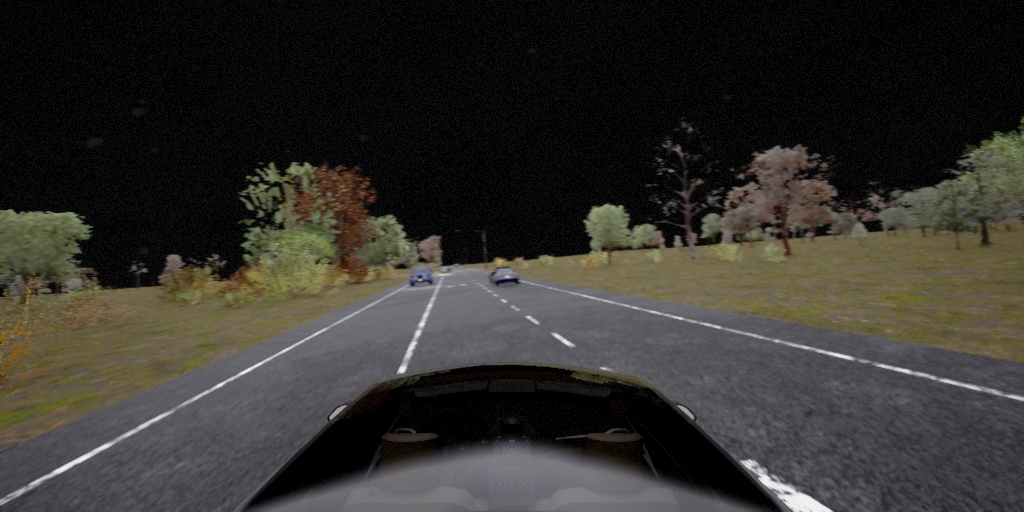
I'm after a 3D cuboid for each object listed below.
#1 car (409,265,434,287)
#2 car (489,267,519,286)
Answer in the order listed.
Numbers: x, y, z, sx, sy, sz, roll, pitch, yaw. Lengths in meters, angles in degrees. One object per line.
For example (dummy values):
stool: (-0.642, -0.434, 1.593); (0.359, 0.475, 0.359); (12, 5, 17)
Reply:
car: (-9.308, 2.027, 37.104); (2.150, 2.045, 5.566); (-5, 0, -10)
car: (-0.712, 1.566, 28.798); (1.994, 1.385, 4.181); (-5, 0, -10)
